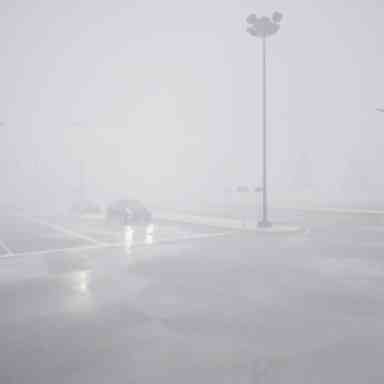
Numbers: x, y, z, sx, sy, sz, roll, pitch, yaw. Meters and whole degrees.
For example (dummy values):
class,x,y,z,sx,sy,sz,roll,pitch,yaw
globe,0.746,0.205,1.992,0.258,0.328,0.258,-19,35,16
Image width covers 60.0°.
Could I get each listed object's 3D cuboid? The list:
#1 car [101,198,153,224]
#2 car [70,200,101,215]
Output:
class,x,y,z,sx,sy,sz,roll,pitch,yaw
car,-4.682,1.285,24.473,2.097,1.767,4.553,0,0,-34
car,-10.611,1.479,32.936,2.033,1.411,5.357,0,0,-35
